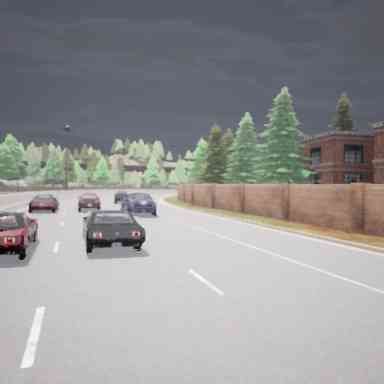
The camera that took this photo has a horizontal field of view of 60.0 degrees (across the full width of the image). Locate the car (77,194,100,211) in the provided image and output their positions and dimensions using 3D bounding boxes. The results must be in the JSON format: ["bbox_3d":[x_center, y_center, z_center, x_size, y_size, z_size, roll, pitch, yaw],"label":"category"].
[{"bbox_3d":[-9.094,0.867,29.415,1.812,1.442,4.674,1,1,-18],"label":"car"}]

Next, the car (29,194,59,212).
[{"bbox_3d":[-12.135,0.874,27.433,1.994,1.385,4.181,1,1,-18],"label":"car"}]

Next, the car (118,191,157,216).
[{"bbox_3d":[-4.216,0.851,25.939,2.097,1.767,4.553,1,1,-20],"label":"car"}]

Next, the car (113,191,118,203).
[{"bbox_3d":[-8.820,0.649,41.966,1.837,1.490,4.892,1,0,-11],"label":"car"}]

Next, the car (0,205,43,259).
[{"bbox_3d":[-6.257,1.297,10.949,1.895,1.301,4.718,1,1,-20],"label":"car"}]

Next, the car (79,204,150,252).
[{"bbox_3d":[-3.135,1.336,12.607,1.895,1.301,4.718,1,1,-20],"label":"car"}]
